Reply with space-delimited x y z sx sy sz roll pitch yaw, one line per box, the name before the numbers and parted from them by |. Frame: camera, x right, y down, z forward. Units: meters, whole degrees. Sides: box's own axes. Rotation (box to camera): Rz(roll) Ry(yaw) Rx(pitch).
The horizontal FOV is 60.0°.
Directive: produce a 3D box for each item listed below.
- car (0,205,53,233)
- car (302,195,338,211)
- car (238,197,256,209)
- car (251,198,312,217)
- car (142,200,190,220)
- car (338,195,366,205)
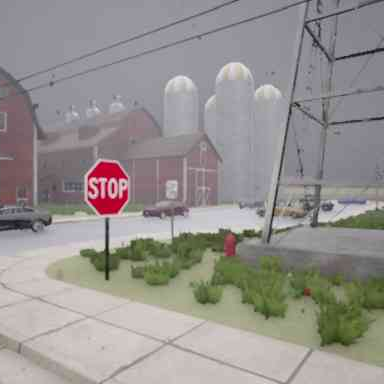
car | -9.836 1.448 17.411 2.128 1.511 4.902 0 0 39
car | 14.655 1.286 39.354 3.866 1.878 1.905 0 0 35
car | 7.688 1.461 42.714 1.837 1.490 4.892 0 0 35
car | 7.452 1.481 27.943 4.193 1.474 1.816 0 0 35
car | -2.150 1.433 28.367 1.882 1.535 5.008 0 0 34
car | 28.425 1.451 59.262 4.611 1.667 2.242 0 0 35
